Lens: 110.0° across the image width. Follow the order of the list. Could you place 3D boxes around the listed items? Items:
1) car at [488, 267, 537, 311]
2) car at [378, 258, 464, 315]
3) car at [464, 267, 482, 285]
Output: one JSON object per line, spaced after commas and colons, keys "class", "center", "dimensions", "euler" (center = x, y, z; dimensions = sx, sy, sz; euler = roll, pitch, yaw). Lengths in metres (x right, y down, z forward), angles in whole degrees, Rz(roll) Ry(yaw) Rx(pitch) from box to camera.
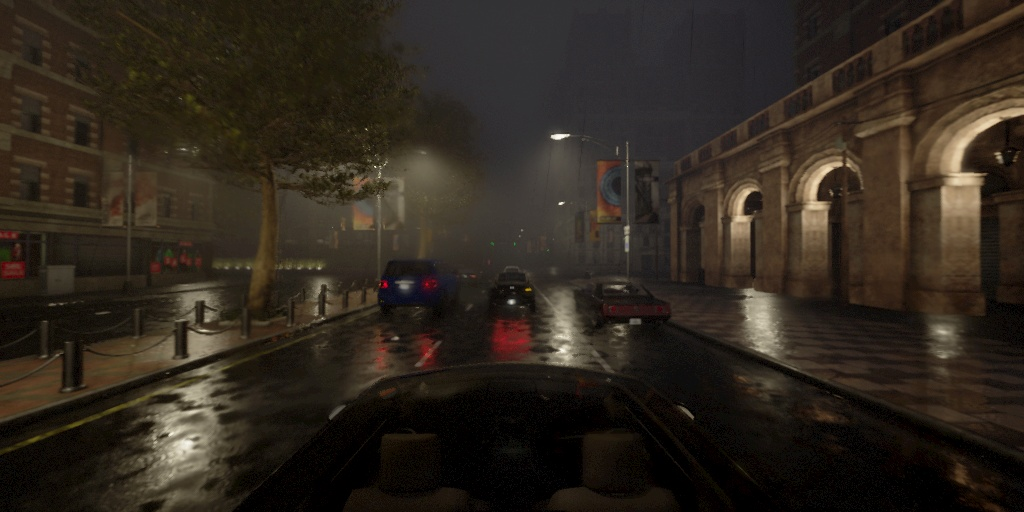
{"class": "car", "center": [0.014, 1.408, 15.339], "dimensions": [1.837, 1.490, 4.892], "euler": [0, 0, 0]}
{"class": "car", "center": [-3.494, 1.115, 14.396], "dimensions": [2.150, 2.045, 5.566], "euler": [0, 0, 0]}
{"class": "car", "center": [-3.514, 1.603, 29.345], "dimensions": [2.033, 1.411, 5.357], "euler": [0, -1, 0]}
